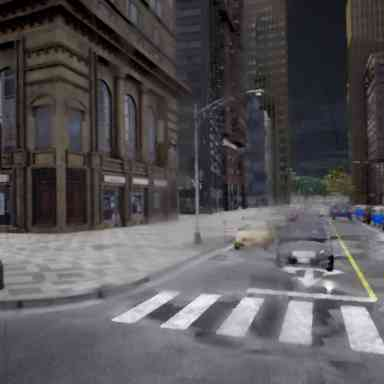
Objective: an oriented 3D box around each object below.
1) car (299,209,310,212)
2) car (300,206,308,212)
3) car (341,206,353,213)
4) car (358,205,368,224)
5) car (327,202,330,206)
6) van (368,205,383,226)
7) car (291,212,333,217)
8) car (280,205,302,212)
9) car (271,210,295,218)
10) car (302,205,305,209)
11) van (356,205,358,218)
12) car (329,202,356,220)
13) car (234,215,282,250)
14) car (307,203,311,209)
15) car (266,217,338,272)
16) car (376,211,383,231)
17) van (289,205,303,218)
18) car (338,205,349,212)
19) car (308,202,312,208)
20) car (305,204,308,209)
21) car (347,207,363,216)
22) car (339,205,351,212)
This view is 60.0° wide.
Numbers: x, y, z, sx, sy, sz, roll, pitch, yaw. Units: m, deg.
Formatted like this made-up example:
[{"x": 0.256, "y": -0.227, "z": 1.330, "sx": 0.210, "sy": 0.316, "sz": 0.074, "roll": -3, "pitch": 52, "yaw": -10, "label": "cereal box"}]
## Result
[{"x": 11.431, "y": 2.550, "z": 31.219, "sx": 1.994, "sy": 1.385, "sz": 4.181, "roll": -2, "pitch": -2, "yaw": 21, "label": "car"}, {"x": 26.696, "y": 3.974, "z": 79.222, "sx": 1.802, "sy": 1.307, "sz": 4.206, "roll": -2, "pitch": -2, "yaw": 21, "label": "car"}, {"x": 31.180, "y": 3.492, "z": 66.975, "sx": 1.947, "sy": 1.339, "sz": 4.313, "roll": -2, "pitch": -2, "yaw": 21, "label": "car"}, {"x": 18.677, "y": 2.293, "z": 33.828, "sx": 2.192, "sy": 1.841, "sz": 5.009, "roll": -2, "pitch": -2, "yaw": 21, "label": "car"}, {"x": 22.706, "y": 2.892, "z": 52.049, "sx": 2.097, "sy": 1.767, "sz": 4.553, "roll": -1, "pitch": -2, "yaw": 21, "label": "car"}, {"x": 16.876, "y": 2.181, "z": 29.072, "sx": 1.690, "sy": 1.788, "sz": 3.998, "roll": -2, "pitch": -2, "yaw": 21, "label": "van"}, {"x": 7.907, "y": 2.264, "z": 21.911, "sx": 2.033, "sy": 1.411, "sz": 5.357, "roll": -1, "pitch": -2, "yaw": 20, "label": "car"}, {"x": 10.398, "y": 2.480, "z": 36.101, "sx": 2.192, "sy": 1.841, "sz": 5.009, "roll": -2, "pitch": -2, "yaw": 21, "label": "car"}, {"x": 6.952, "y": 2.452, "z": 26.953, "sx": 2.008, "sy": 1.369, "sz": 4.403, "roll": -2, "pitch": -2, "yaw": 21, "label": "car"}, {"x": 13.853, "y": 2.869, "z": 45.234, "sx": 1.967, "sy": 1.590, "sz": 4.097, "roll": -2, "pitch": -2, "yaw": 21, "label": "car"}, {"x": 22.283, "y": 2.592, "z": 43.338, "sx": 1.690, "sy": 1.788, "sz": 3.998, "roll": -2, "pitch": -2, "yaw": 21, "label": "van"}, {"x": 18.938, "y": 2.475, "z": 42.097, "sx": 2.150, "sy": 2.045, "sz": 5.566, "roll": -2, "pitch": -2, "yaw": 21, "label": "car"}, {"x": 3.440, "y": 2.156, "z": 17.656, "sx": 1.752, "sy": 1.417, "sz": 4.829, "roll": -2, "pitch": -2, "yaw": 21, "label": "car"}, {"x": 24.795, "y": 3.797, "z": 74.195, "sx": 1.887, "sy": 1.381, "sz": 4.507, "roll": -2, "pitch": -2, "yaw": 21, "label": "car"}, {"x": 4.392, "y": 1.941, "z": 12.711, "sx": 2.128, "sy": 1.511, "sz": 4.902, "roll": -2, "pitch": -2, "yaw": 22, "label": "car"}, {"x": 15.079, "y": 2.284, "z": 24.307, "sx": 1.802, "sy": 1.307, "sz": 4.206, "roll": -2, "pitch": -2, "yaw": 21, "label": "car"}, {"x": 15.576, "y": 2.901, "z": 49.808, "sx": 1.690, "sy": 1.788, "sz": 3.998, "roll": -2, "pitch": -2, "yaw": 21, "label": "van"}, {"x": 34.855, "y": 3.748, "z": 76.707, "sx": 2.008, "sy": 1.369, "sz": 4.403, "roll": -2, "pitch": -2, "yaw": 21, "label": "car"}, {"x": 30.494, "y": 4.218, "z": 89.282, "sx": 2.008, "sy": 1.369, "sz": 4.403, "roll": -2, "pitch": -2, "yaw": 21, "label": "car"}, {"x": 19.094, "y": 3.266, "z": 59.110, "sx": 1.967, "sy": 1.590, "sz": 4.097, "roll": -2, "pitch": -2, "yaw": 21, "label": "car"}, {"x": 25.667, "y": 3.093, "z": 52.379, "sx": 1.802, "sy": 1.307, "sz": 4.206, "roll": -2, "pitch": -2, "yaw": 21, "label": "car"}, {"x": 33.018, "y": 3.628, "z": 71.842, "sx": 1.947, "sy": 1.339, "sz": 4.313, "roll": -2, "pitch": -2, "yaw": 21, "label": "car"}]
